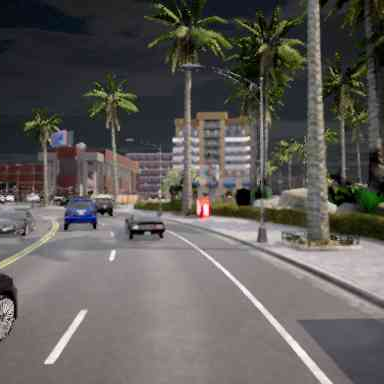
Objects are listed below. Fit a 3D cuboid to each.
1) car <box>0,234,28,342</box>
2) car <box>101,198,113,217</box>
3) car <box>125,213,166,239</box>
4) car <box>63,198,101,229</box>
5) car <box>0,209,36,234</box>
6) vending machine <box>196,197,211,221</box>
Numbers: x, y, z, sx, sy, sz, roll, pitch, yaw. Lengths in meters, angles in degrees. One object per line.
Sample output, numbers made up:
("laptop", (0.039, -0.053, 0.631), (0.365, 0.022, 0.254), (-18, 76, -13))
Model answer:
("car", (-3.723, 1.548, 3.630), (2.128, 1.511, 4.902), (0, -1, -3))
("car", (-10.551, 1.700, 37.333), (2.150, 2.045, 5.566), (1, -1, -31))
("car", (-2.803, 1.837, 19.044), (1.895, 1.301, 4.718), (0, -1, -15))
("car", (-8.175, 1.538, 24.386), (2.150, 2.045, 5.566), (0, -1, -19))
("car", (-10.496, 1.774, 19.693), (1.837, 1.490, 4.892), (0, -1, -18))
("vending machine", (1.070, 1.557, 30.839), (1.100, 2.100, 0.880), (0, -1, -22))
